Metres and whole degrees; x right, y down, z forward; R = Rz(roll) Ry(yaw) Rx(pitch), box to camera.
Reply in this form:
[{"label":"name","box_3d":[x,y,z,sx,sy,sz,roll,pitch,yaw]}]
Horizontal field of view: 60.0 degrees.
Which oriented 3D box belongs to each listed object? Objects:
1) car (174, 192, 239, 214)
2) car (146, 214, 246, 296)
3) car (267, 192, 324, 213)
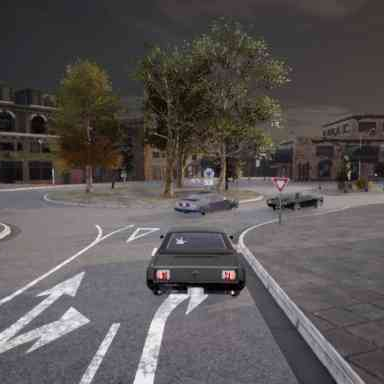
[{"label":"car","box_3d":[1.127,0.688,22.451,2.033,1.411,5.357,4,6,39]},{"label":"car","box_3d":[0.120,1.495,8.383,1.895,1.301,4.718,0,2,1]},{"label":"car","box_3d":[7.532,0.619,23.927,4.718,1.301,1.895,-4,6,-40]}]
